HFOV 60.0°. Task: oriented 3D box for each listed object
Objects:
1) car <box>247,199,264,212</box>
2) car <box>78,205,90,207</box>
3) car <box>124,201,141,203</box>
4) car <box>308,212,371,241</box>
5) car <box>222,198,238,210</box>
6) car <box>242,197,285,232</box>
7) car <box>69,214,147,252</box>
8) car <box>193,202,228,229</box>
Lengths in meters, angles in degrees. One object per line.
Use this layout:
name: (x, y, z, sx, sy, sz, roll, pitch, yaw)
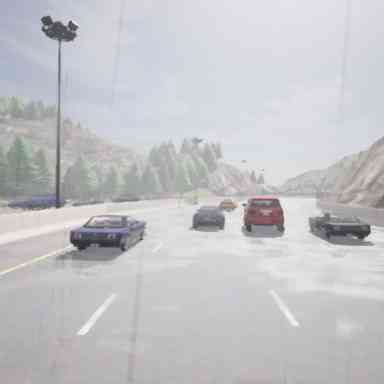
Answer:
car: (8.192, 1.674, 42.661, 1.812, 1.442, 4.674, 0, 0, 14)
car: (-13.212, 1.416, 43.042, 2.033, 1.411, 5.357, 1, 0, 12)
car: (-8.974, 1.143, 46.070, 2.150, 2.045, 5.566, 1, 0, 13)
car: (7.603, 1.717, 17.713, 1.895, 1.301, 4.718, 1, 0, 6)
car: (4.962, 1.585, 44.282, 1.882, 1.535, 5.008, 0, 0, 14)
car: (4.426, 1.300, 20.942, 2.150, 2.045, 5.566, 0, 0, 7)
car: (-3.195, 1.572, 13.789, 1.895, 1.301, 4.718, 1, 0, 4)
car: (1.199, 1.601, 22.125, 1.994, 1.385, 4.181, 1, 0, 7)
